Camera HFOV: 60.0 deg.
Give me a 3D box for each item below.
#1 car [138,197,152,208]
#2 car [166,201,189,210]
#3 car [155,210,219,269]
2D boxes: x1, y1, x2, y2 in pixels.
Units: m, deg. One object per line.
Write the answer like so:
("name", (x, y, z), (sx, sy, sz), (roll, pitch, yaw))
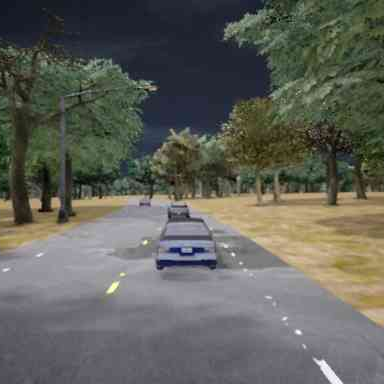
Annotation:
("car", (-7.332, 1.611, 51.837), (1.837, 1.490, 4.892), (0, 0, -8))
("car", (-1.274, 1.566, 30.041), (2.128, 1.511, 4.902), (0, 0, -4))
("car", (-0.203, 1.577, 11.237), (2.033, 1.411, 5.357), (0, 0, -2))
